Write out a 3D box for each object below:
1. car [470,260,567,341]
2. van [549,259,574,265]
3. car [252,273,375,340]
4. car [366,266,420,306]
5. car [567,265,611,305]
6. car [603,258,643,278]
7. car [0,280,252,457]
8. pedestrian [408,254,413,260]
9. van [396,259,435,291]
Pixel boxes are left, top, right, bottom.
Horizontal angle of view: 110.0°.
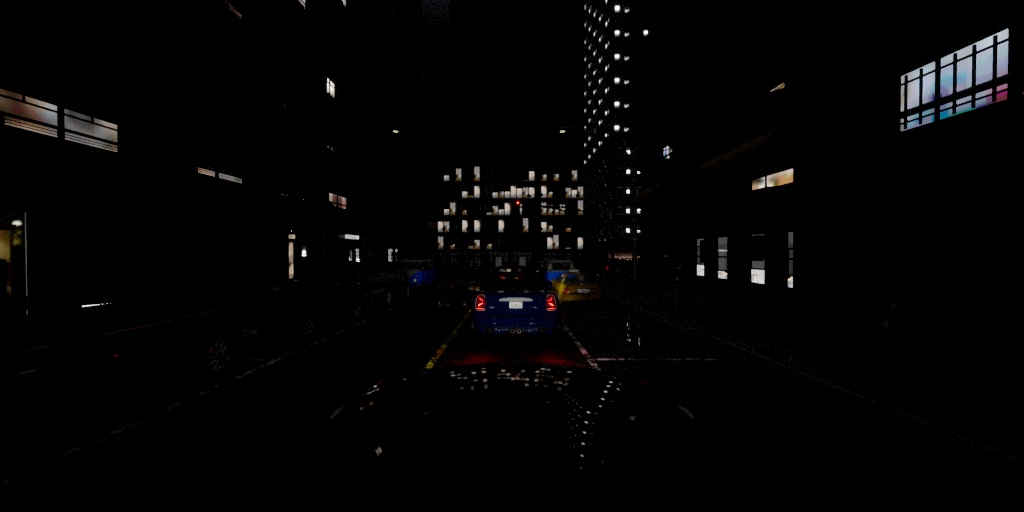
[{"bbox_3d":[0.085,1.100,10.014,2.097,1.767,4.553,0,0,0],"label":"car"},{"bbox_3d":[2.689,1.086,21.148,1.690,1.789,3.998,0,0,0],"label":"van"},{"bbox_3d":[-5.691,1.314,9.972,1.948,1.339,4.313,0,0,0],"label":"car"},{"bbox_3d":[-5.691,1.297,15.574,2.007,1.370,4.403,0,0,0],"label":"car"},{"bbox_3d":[2.690,1.272,15.716,1.751,1.417,4.829,0,0,0],"label":"car"},{"bbox_3d":[11.092,1.183,34.708,4.553,1.767,2.097,0,1,0],"label":"car"},{"bbox_3d":[-5.691,1.189,4.371,1.967,1.591,4.097,0,0,0],"label":"car"},{"bbox_3d":[-12.394,0.635,43.577,0.375,1.860,0.375,0,1,0],"label":"pedestrian"},{"bbox_3d":[-5.692,1.086,21.176,1.690,1.789,3.998,0,0,0],"label":"van"}]
